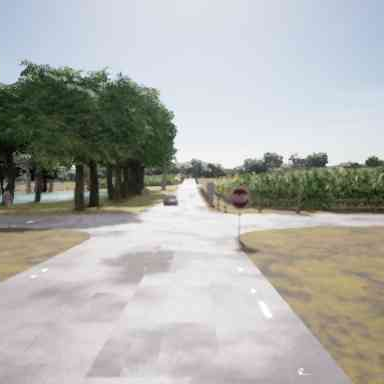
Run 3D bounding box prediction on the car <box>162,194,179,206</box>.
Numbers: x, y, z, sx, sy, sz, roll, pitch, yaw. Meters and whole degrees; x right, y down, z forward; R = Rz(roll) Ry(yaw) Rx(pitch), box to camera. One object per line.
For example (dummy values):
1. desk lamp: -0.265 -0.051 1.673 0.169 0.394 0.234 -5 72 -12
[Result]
1. car: -2.761 1.102 44.234 1.837 1.490 4.892 0 3 0
